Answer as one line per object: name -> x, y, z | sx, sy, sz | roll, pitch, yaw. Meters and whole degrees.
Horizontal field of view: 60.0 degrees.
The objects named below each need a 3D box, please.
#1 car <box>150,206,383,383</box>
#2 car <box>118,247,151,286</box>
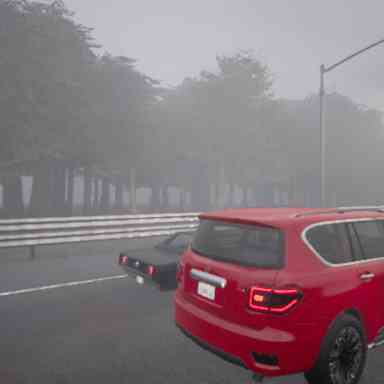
car -> 2.346, 1.258, 5.426 | 5.566, 2.045, 2.150 | 1, 0, -36
car -> 0.670, 1.640, 8.531 | 4.718, 1.301, 1.895 | 1, 0, -36
